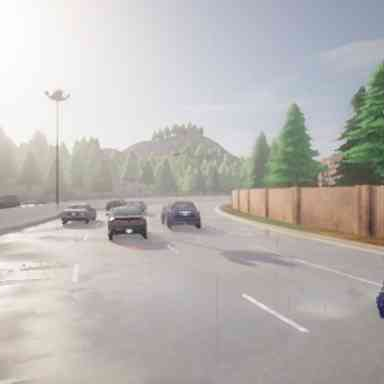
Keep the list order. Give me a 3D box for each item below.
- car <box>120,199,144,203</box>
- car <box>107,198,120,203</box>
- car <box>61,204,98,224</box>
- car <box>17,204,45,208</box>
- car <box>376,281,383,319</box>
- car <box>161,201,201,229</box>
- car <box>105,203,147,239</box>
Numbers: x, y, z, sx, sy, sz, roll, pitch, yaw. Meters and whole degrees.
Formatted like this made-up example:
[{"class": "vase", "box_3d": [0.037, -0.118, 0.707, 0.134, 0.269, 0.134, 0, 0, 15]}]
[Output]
[{"class": "car", "box_3d": [-5.750, 1.586, 34.502, 2.033, 1.411, 5.357, 0, 0, -2]}, {"class": "car", "box_3d": [-9.196, 1.548, 41.038, 1.837, 1.490, 4.892, 0, 0, 1]}, {"class": "car", "box_3d": [-8.370, 1.572, 24.978, 2.033, 1.411, 5.357, 0, 0, -8]}, {"class": "car", "box_3d": [-16.377, 1.578, 33.941, 2.033, 1.411, 5.357, 0, 0, -2]}, {"class": "car", "box_3d": [4.592, 1.533, 3.845, 1.812, 1.442, 4.674, 0, 0, -23]}, {"class": "car", "box_3d": [-0.819, 1.378, 22.165, 2.097, 1.767, 4.553, 0, 0, -11]}, {"class": "car", "box_3d": [-3.444, 1.523, 17.520, 1.837, 1.490, 4.892, 0, 0, -13]}]
